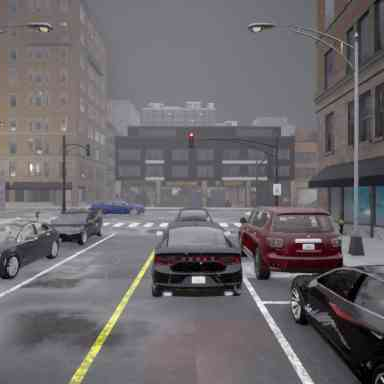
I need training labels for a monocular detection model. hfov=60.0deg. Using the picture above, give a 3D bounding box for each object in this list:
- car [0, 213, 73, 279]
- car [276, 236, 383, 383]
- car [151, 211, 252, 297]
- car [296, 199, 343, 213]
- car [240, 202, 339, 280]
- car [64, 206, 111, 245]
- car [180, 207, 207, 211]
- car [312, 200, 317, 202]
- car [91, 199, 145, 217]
[{"bbox_3d":[-5.403,1.550,9.869,2.008,1.369,4.403,0,0,0],"label":"car"},{"bbox_3d":[2.630,1.566,4.218,1.947,1.339,4.313,0,0,0],"label":"car"},{"bbox_3d":[0.061,1.477,8.640,1.882,1.535,5.008,0,0,-1],"label":"car"},{"bbox_3d":[14.436,1.605,37.881,4.674,1.442,1.812,0,0,0],"label":"car"},{"bbox_3d":[2.622,1.314,9.880,2.192,1.841,5.009,0,0,0],"label":"car"},{"bbox_3d":[-5.411,1.565,15.531,1.947,1.339,4.313,0,0,0],"label":"car"},{"bbox_3d":[0.057,1.504,16.202,1.837,1.490,4.892,0,0,0],"label":"car"},{"bbox_3d":[15.248,1.305,34.654,5.566,2.045,2.150,0,0,0],"label":"car"},{"bbox_3d":[-6.911,1.450,31.068,5.008,1.535,1.882,0,0,0],"label":"car"}]
